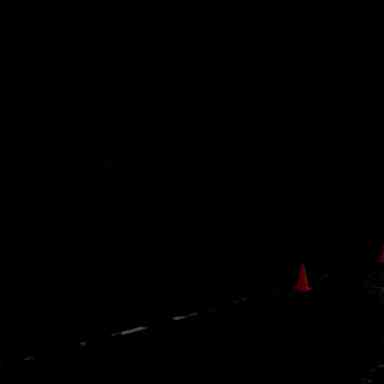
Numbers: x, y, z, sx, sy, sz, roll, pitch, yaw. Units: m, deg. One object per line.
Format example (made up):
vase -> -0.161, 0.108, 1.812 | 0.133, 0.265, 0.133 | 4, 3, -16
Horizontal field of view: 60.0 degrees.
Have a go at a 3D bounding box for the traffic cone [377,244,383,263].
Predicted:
traffic cone -> 6.375, 2.020, 11.028 | 0.340, 0.580, 0.340 | 0, 0, -41

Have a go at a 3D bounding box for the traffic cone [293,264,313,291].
traffic cone -> 2.617, 1.993, 7.868 | 0.340, 0.580, 0.340 | 0, 0, -39
